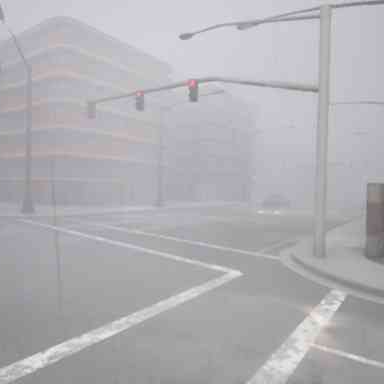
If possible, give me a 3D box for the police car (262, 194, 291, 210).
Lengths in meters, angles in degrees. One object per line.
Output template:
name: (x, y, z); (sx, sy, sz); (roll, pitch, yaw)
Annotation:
police car: (9.534, 1.064, 37.512); (1.930, 1.638, 5.238); (2, 1, 35)
